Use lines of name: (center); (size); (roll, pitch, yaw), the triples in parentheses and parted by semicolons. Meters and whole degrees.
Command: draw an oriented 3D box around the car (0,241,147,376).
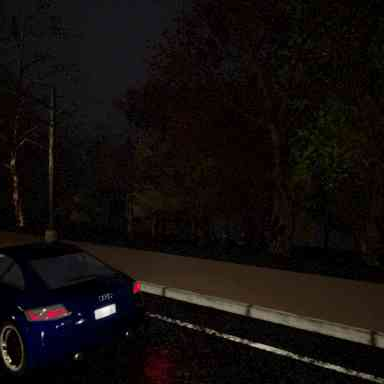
car: (-2.763, 1.562, 5.638); (4.181, 1.385, 1.994); (0, 0, 37)
